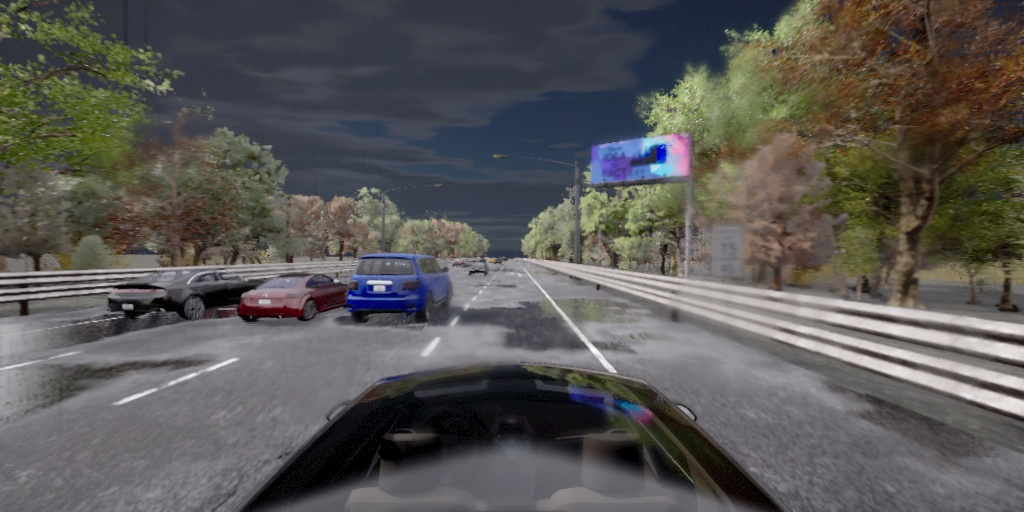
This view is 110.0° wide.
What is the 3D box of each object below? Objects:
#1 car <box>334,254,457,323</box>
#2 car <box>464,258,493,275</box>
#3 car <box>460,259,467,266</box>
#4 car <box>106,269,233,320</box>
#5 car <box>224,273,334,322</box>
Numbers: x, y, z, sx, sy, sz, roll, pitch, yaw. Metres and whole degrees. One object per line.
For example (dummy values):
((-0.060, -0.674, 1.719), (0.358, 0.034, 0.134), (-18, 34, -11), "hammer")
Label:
((-3.485, 0.949, 12.124), (2.150, 2.045, 5.566), (0, 0, 0), "car")
((-3.429, 1.273, 37.754), (2.033, 1.411, 5.357), (0, 0, 0), "car")
((-6.876, 1.219, 59.856), (2.128, 1.511, 4.902), (0, 0, 0), "car")
((-10.485, 1.176, 12.217), (2.128, 1.511, 4.902), (0, 0, 0), "car")
((-6.986, 1.270, 12.140), (1.994, 1.385, 4.181), (0, 0, 0), "car")
